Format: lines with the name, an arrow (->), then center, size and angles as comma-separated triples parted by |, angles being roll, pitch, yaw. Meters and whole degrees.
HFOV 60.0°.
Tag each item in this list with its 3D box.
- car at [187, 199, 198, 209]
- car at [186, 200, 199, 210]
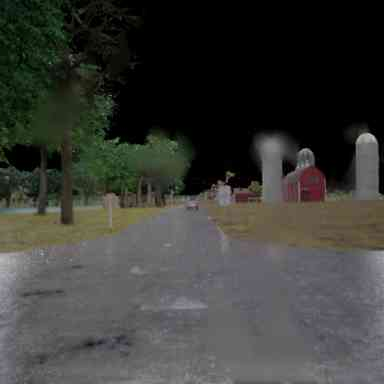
car -> 0.124, 2.325, 65.303 | 2.097, 1.767, 4.553 | 0, -1, 0
car -> 0.104, 2.232, 54.911 | 2.128, 1.511, 4.902 | 0, -1, 0
